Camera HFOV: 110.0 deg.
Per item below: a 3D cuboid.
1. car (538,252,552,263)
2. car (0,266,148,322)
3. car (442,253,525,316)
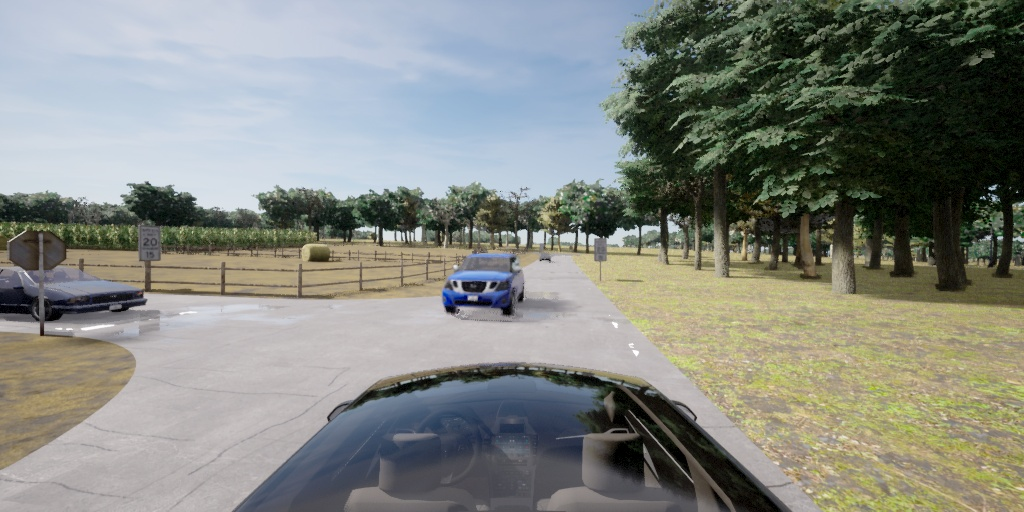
[{"bbox_3d":[5.300,0.203,56.973,1.837,1.490,4.892,0,2,8],"label":"car"},{"bbox_3d":[-13.867,1.009,10.472,5.357,1.411,2.033,1,1,7],"label":"car"},{"bbox_3d":[-0.778,0.902,13.252,2.150,2.045,5.566,1,0,8],"label":"car"}]
